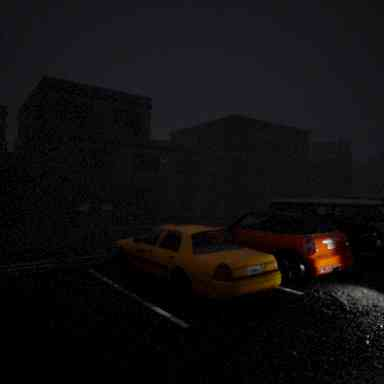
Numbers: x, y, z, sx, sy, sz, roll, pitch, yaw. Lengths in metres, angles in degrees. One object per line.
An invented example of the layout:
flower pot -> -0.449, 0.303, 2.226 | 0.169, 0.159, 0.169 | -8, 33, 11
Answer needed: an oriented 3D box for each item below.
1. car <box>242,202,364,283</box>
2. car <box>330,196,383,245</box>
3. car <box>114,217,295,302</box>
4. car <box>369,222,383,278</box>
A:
car -> 2.207, 1.326, 9.904 | 2.185, 1.767, 4.553 | 0, 0, -35
car -> 9.725, 1.236, 15.258 | 2.435, 2.045, 5.566 | 0, 0, -36
car -> -0.296, 1.456, 8.390 | 1.946, 1.575, 5.366 | 0, 0, -35
car -> 6.651, 1.503, 8.396 | 4.674, 1.442, 1.812 | 0, 0, -35
